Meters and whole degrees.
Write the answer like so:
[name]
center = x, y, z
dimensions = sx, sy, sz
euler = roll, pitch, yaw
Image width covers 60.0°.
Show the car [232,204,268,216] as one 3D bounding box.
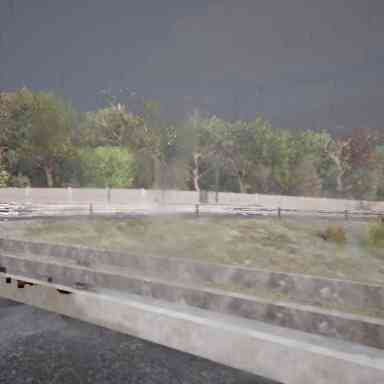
[car]
center = 7.479, 2.327, 42.992
dimensions = 5.008, 1.535, 1.882
euler = 3, -2, -24
